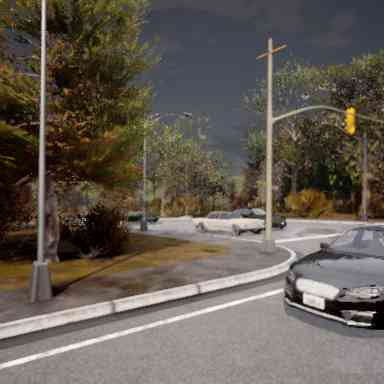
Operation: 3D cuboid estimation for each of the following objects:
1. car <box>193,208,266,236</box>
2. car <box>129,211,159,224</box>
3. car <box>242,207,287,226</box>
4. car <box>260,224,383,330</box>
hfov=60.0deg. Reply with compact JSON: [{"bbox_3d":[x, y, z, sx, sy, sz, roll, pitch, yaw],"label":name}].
[{"bbox_3d":[2.154,1.827,19.887,1.895,1.301,4.718,1,-2,-37],"label":"car"},{"bbox_3d":[-5.450,2.669,34.783,1.895,1.301,4.718,1,-4,-42],"label":"car"},{"bbox_3d":[4.200,1.788,22.968,1.882,1.535,5.008,1,-2,-37],"label":"car"},{"bbox_3d":[3.901,1.442,6.637,4.902,1.511,2.128,0,0,-35],"label":"car"}]
